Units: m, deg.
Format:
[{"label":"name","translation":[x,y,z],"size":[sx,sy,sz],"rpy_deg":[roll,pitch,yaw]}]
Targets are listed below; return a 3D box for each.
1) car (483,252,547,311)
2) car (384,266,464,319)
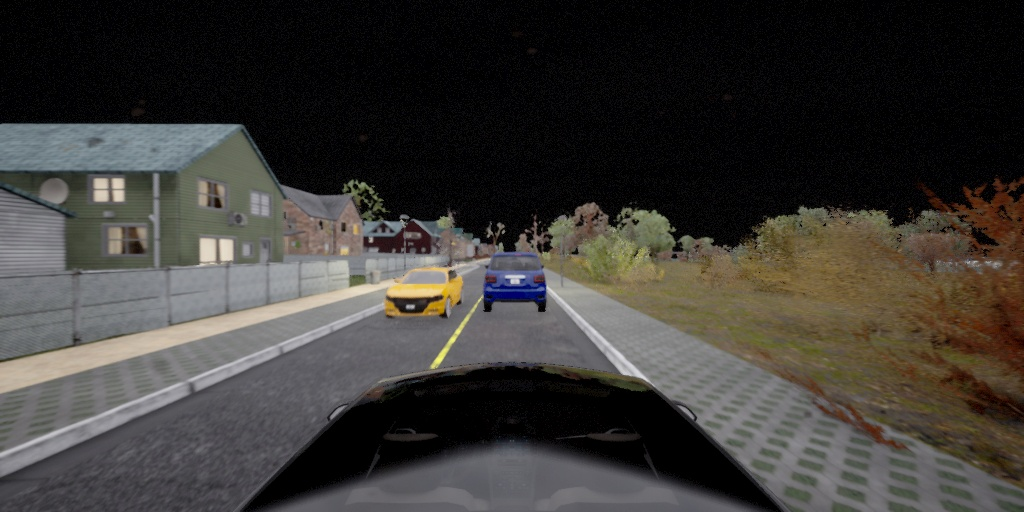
[{"label":"car","translation":[0.098,0.870,13.924],"size":[2.150,2.045,5.566],"rpy_deg":[0,0,0]},{"label":"car","translation":[-2.851,1.137,12.556],"size":[1.882,1.535,5.008],"rpy_deg":[0,0,0]}]
